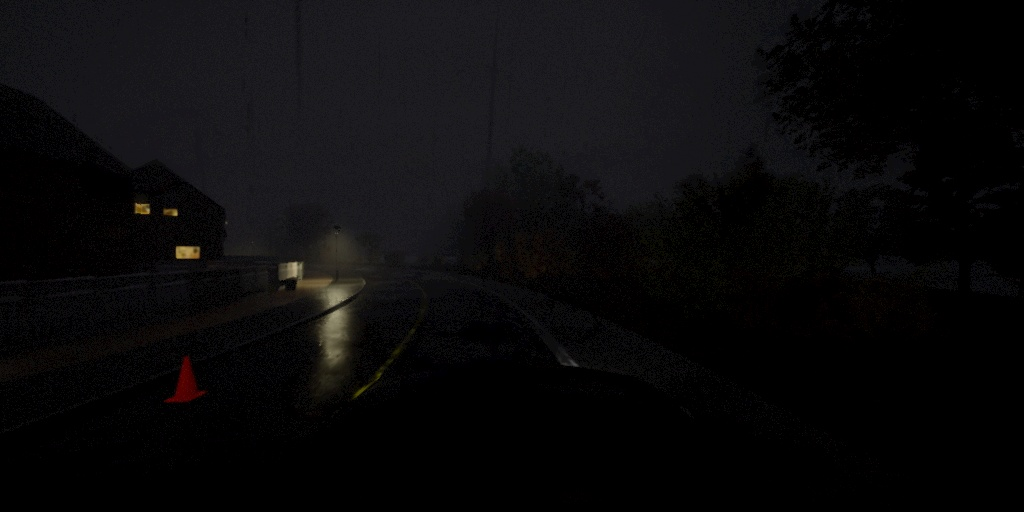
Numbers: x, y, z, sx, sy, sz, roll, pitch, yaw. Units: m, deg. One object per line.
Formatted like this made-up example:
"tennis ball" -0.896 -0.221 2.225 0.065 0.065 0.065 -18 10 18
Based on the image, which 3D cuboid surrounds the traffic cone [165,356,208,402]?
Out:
"traffic cone" -4.689 1.741 5.175 0.340 0.580 0.340 0 0 -4
